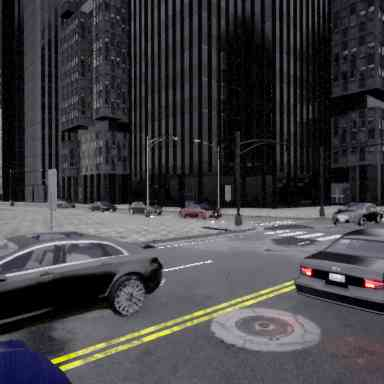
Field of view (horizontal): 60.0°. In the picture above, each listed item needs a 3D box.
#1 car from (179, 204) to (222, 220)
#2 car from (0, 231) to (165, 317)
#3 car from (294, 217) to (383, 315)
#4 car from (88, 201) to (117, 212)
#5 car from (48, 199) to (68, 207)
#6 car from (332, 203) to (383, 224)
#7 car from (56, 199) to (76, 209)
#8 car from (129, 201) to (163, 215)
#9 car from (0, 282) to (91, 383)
[{"bbox_3d":[0.704,1.751,29.936,1.994,1.385,4.181,0,0,-43],"label":"car"},{"bbox_3d":[-2.751,1.492,5.720,4.902,1.511,2.128,0,0,-42],"label":"car"},{"bbox_3d":[4.406,1.547,7.498,5.357,1.411,2.033,0,0,-42],"label":"car"},{"bbox_3d":[-11.929,1.930,44.086,2.033,1.411,5.357,0,0,-42],"label":"car"},{"bbox_3d":[-26.093,2.125,64.721,1.882,1.535,5.008,0,0,-42],"label":"car"},{"bbox_3d":[11.338,1.507,22.715,4.902,1.511,2.128,0,-1,-42],"label":"car"},{"bbox_3d":[-20.463,2.030,53.730,1.837,1.490,4.892,0,-1,-41],"label":"car"},{"bbox_3d":[-5.140,1.782,36.481,1.837,1.490,4.892,0,0,-42],"label":"car"},{"bbox_3d":[-2.685,1.601,1.148,4.718,1.301,1.895,0,0,-42],"label":"car"}]
